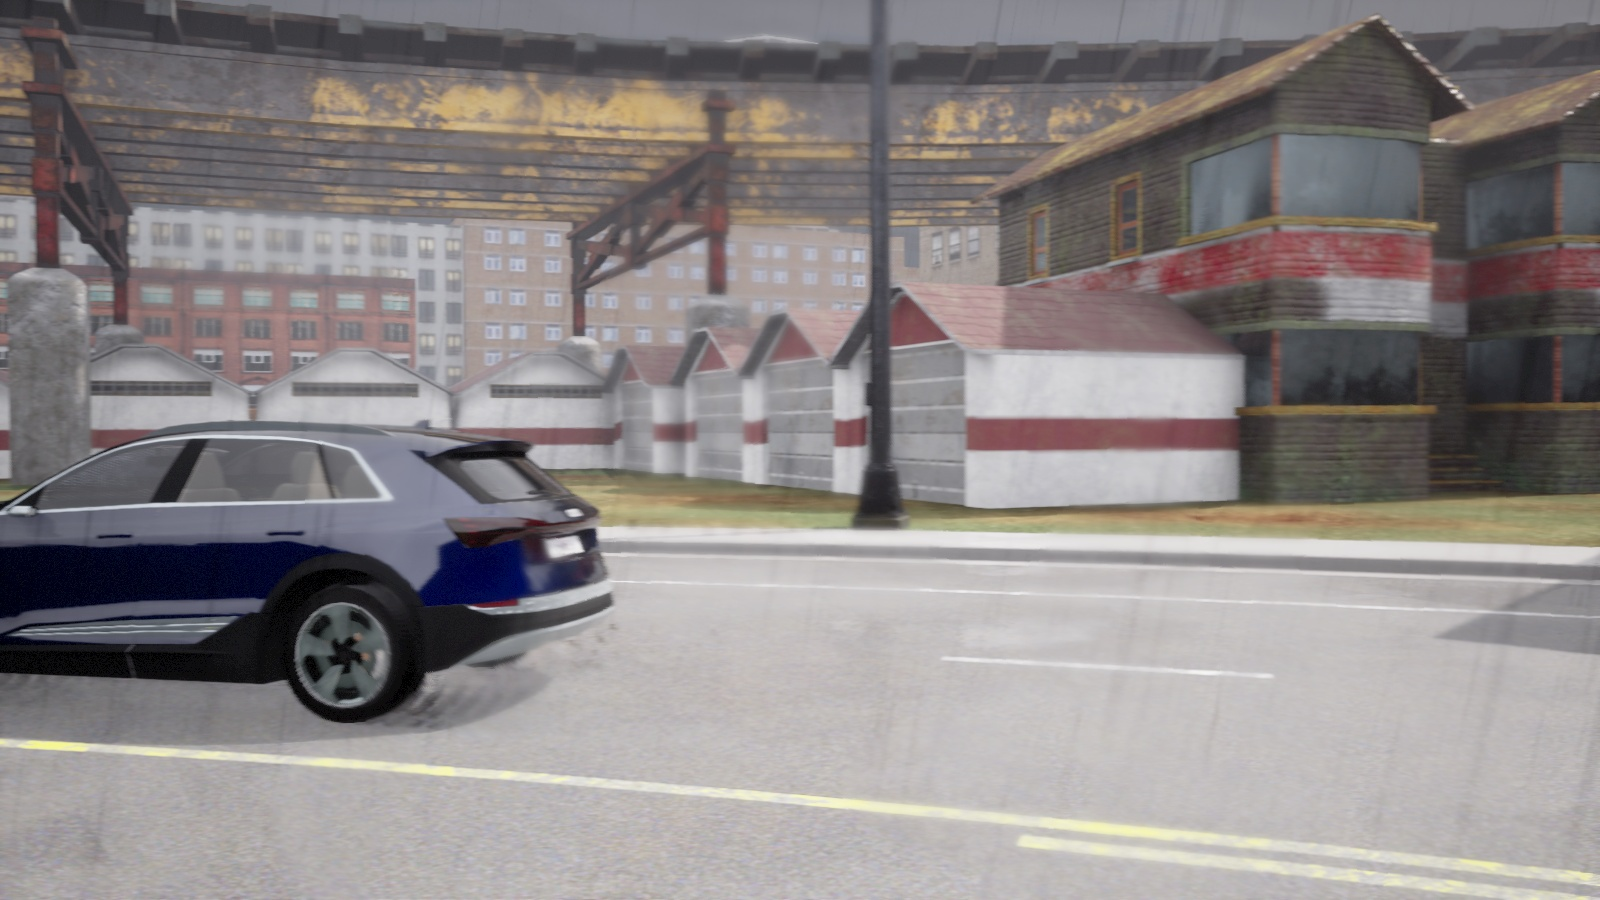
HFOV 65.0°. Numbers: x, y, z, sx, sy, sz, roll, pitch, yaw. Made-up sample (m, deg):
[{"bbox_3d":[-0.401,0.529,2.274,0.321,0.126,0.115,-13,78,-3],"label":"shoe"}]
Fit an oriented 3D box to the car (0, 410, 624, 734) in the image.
[{"bbox_3d":[-3.767,0.608,7.902,4.856,1.649,2.033,0,0,12],"label":"car"}]
